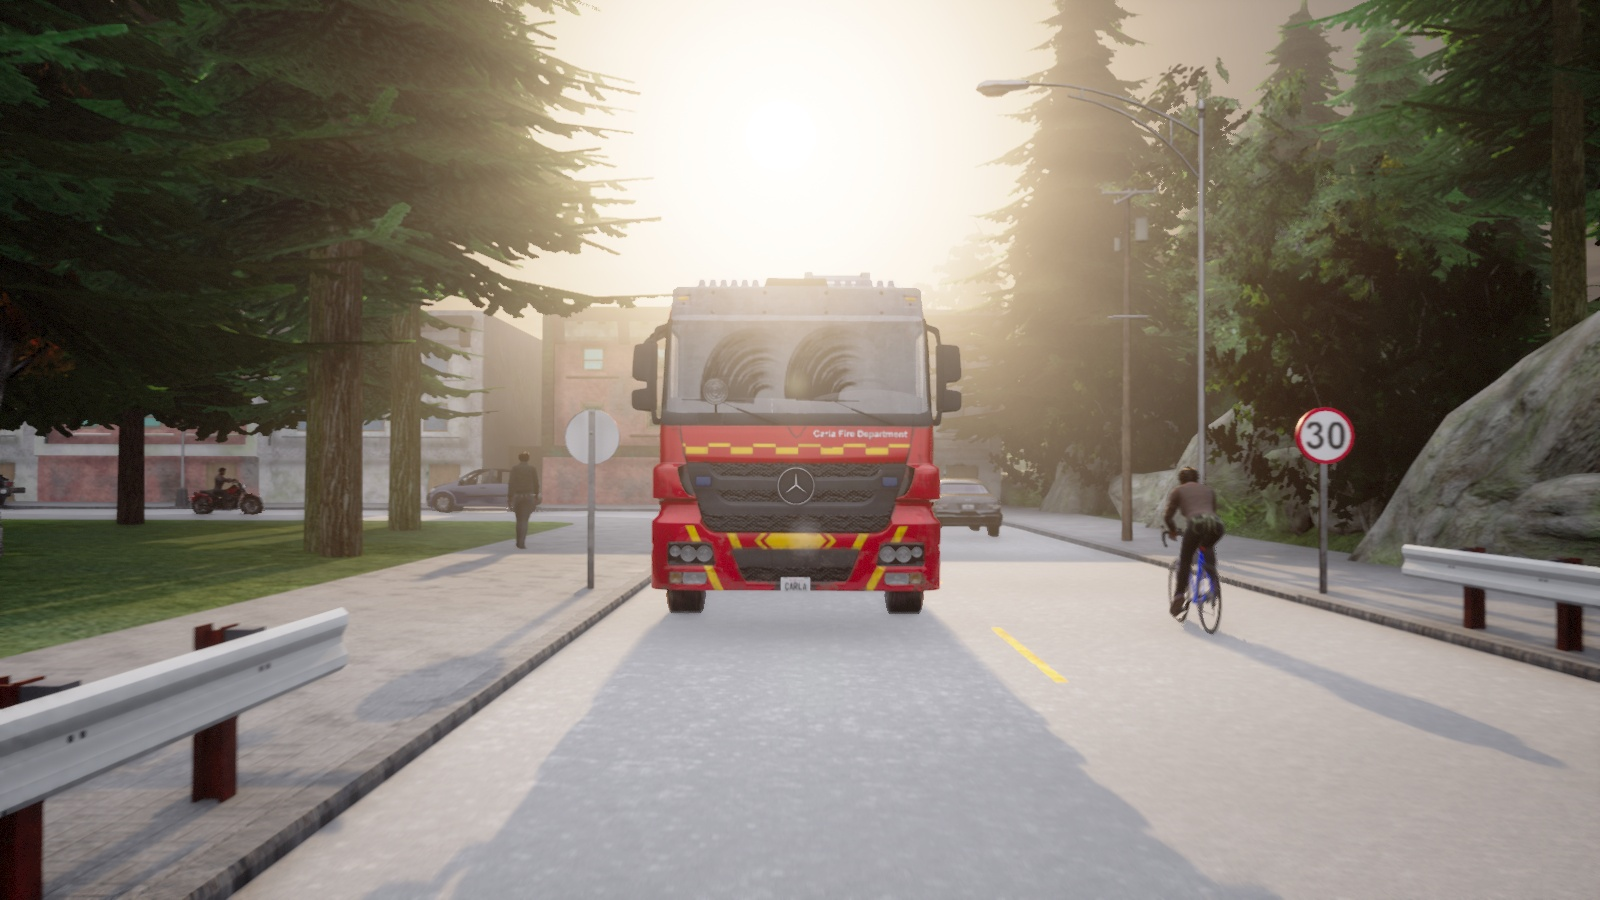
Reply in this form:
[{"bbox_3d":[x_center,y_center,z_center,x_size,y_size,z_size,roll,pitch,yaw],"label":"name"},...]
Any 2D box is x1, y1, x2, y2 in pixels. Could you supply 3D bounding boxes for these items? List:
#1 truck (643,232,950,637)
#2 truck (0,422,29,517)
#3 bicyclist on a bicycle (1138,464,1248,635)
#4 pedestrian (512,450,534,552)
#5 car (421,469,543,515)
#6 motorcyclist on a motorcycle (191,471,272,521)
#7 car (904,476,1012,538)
[{"bbox_3d":[-0.045,-0.080,16.121,2.891,3.827,8.468,0,-1,0],"label":"truck"},{"bbox_3d":[-33.085,0.735,45.959,7.936,3.462,2.891,0,-1,0],"label":"truck"},{"bbox_3d":[3.965,0.966,12.784,0.582,1.620,1.656,0,-1,0],"label":"bicyclist on a bicycle"},{"bbox_3d":[-5.121,0.934,23.246,0.353,1.847,0.614,0,-1,-8],"label":"pedestrian"},{"bbox_3d":[-11.572,1.527,45.876,3.988,1.617,1.851,0,-1,1],"label":"car"},{"bbox_3d":[-18.958,1.542,41.897,2.350,1.649,0.766,0,-1,0],"label":"motorcyclist on a motorcycle"},{"bbox_3d":[3.906,1.382,31.977,2.033,1.411,5.357,0,-1,-1],"label":"car"}]
